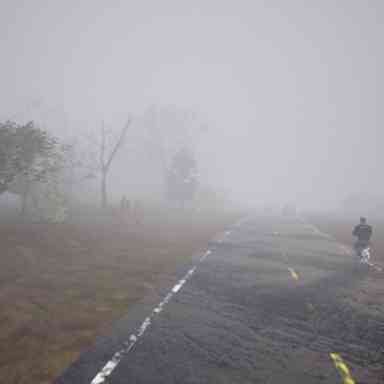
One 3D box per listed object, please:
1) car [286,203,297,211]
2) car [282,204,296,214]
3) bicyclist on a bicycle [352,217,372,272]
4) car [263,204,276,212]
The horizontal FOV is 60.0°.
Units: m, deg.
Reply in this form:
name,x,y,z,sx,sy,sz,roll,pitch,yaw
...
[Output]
name,x,y,z,sx,sy,sz,roll,pitch,yaw
car,21.107,3.182,70.778,1.994,1.385,4.181,2,-1,20
car,15.506,2.772,53.269,1.994,1.385,4.181,2,-1,17
bicyclist on a bicycle,5.746,1.722,11.345,0.659,1.776,1.843,2,0,11
car,13.456,2.720,57.348,2.033,1.411,5.357,2,-1,18
